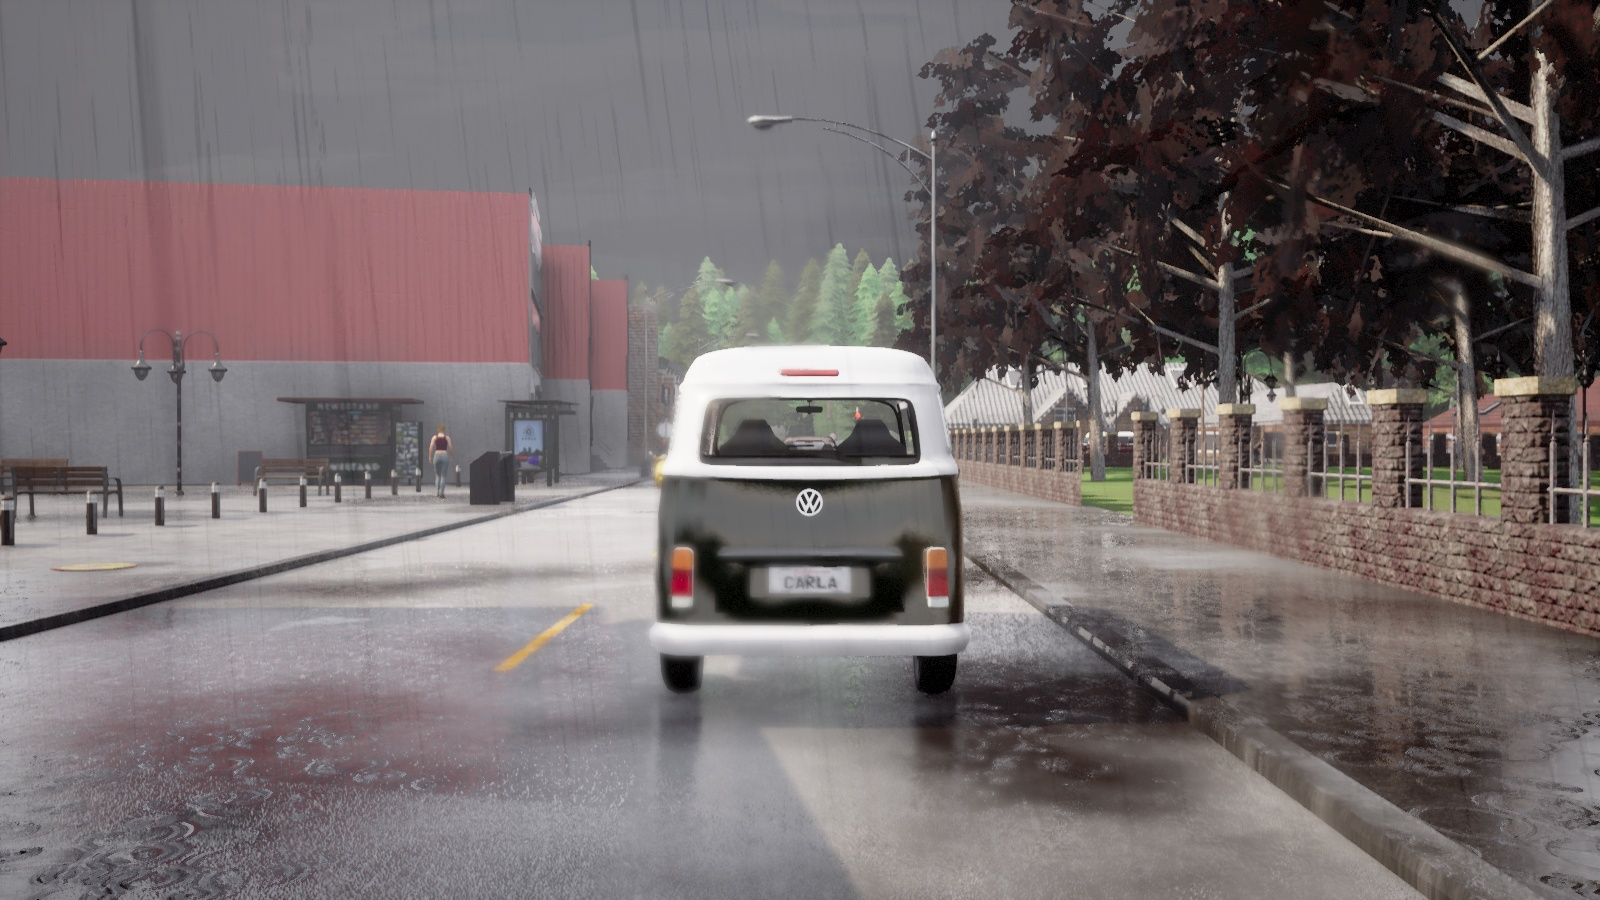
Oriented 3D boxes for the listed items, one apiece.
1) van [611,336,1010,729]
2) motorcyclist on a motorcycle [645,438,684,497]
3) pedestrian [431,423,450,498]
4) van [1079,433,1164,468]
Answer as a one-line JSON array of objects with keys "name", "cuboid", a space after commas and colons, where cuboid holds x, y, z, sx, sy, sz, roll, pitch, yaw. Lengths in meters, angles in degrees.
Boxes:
[{"name": "van", "cuboid": [0.067, 0.413, 8.756, 2.069, 2.038, 4.480, 0, 0, 0]}, {"name": "motorcyclist on a motorcycle", "cuboid": [-3.752, 0.471, 34.917, 0.866, 1.590, 1.817, 0, 0, 0]}, {"name": "pedestrian", "cuboid": [-8.826, 0.249, 30.849, 0.345, 1.836, 0.594, 0, 0, -6]}, {"name": "van", "cuboid": [18.773, 0.009, 73.467, 4.480, 2.038, 2.069, 0, 0, -1]}]
